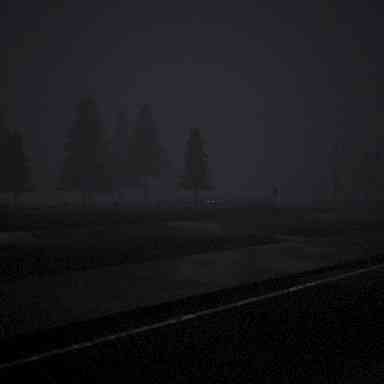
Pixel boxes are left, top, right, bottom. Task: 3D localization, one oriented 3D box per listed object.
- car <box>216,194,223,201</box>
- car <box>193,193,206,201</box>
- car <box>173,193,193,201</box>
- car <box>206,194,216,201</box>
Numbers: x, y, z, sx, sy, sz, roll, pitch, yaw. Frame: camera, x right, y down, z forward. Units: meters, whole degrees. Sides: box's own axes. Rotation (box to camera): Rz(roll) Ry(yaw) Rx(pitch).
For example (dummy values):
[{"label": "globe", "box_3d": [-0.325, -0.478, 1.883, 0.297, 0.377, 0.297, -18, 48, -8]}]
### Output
[{"label": "car", "box_3d": [5.946, 1.323, 85.083, 2.097, 1.767, 4.553, 0, 0, -35]}, {"label": "car", "box_3d": [0.233, 1.193, 81.038, 2.150, 2.045, 5.566, 0, 0, -35]}, {"label": "car", "box_3d": [-2.658, 1.493, 79.065, 2.128, 1.511, 4.902, 0, 0, -35]}, {"label": "car", "box_3d": [3.089, 1.468, 83.061, 1.837, 1.490, 4.892, 0, 0, -35]}]
